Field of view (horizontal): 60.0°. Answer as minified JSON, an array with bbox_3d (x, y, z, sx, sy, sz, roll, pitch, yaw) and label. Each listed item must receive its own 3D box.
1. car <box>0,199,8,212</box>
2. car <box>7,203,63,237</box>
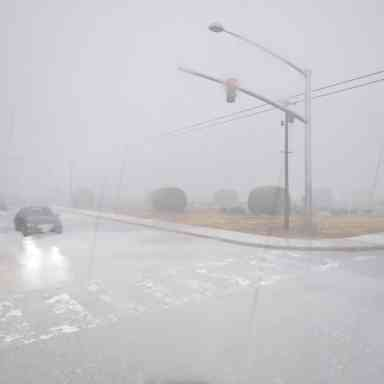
[{"bbox_3d":[-22.199,1.483,38.012,2.033,1.411,5.357,0,0,-35],"label":"car"},{"bbox_3d":[-8.501,1.551,18.238,2.128,1.511,4.902,0,1,-35],"label":"car"}]
